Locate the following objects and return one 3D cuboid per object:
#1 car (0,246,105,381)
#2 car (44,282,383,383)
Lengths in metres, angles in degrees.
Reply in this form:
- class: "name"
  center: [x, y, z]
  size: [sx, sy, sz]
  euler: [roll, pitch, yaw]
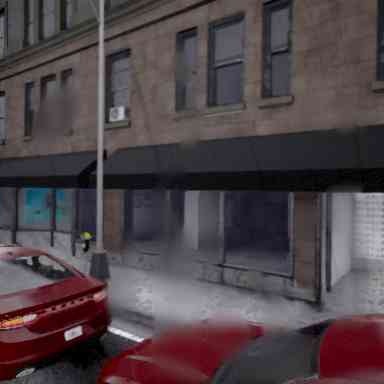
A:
- class: "car"
  center: [-3.224, 1.541, 5.249]
  size: [4.507, 1.381, 1.887]
  euler: [0, 1, 36]
- class: "car"
  center: [1.258, 1.545, 2.052]
  size: [4.507, 1.381, 1.887]
  euler: [0, 1, 36]
